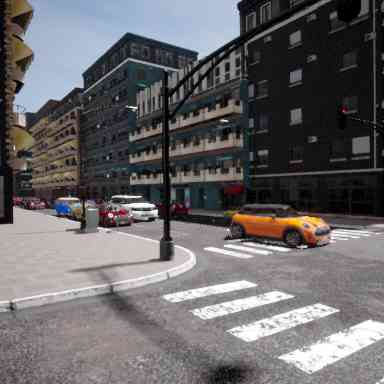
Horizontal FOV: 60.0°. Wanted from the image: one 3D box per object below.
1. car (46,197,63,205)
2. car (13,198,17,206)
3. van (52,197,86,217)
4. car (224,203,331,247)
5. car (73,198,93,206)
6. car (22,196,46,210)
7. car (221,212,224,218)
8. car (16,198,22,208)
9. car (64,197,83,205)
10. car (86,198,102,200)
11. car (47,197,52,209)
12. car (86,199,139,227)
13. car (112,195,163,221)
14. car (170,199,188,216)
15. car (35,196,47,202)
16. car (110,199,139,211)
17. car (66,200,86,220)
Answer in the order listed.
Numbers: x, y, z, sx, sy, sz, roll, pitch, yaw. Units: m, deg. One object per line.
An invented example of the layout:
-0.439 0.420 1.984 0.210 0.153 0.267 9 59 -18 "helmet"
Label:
-25.228 1.642 61.087 1.837 1.490 4.892 -1 -1 -36 "car"
-31.552 1.782 59.980 1.887 1.381 4.507 -1 1 -36 "car"
-12.246 1.483 32.963 1.690 1.788 3.998 -1 1 -36 "van"
3.996 1.387 15.472 2.097 1.767 4.553 -1 0 -41 "car"
-18.298 1.644 55.847 1.947 1.339 4.313 -1 1 -36 "car"
-21.899 1.628 46.472 1.967 1.590 4.097 -1 1 -36 "car"
4.129 1.498 24.468 1.752 1.417 4.829 -1 1 -36 "car"
-25.115 1.770 50.975 1.947 1.339 4.313 -1 1 -36 "car"
-21.516 1.645 60.350 2.008 1.369 4.403 -1 1 -36 "car"
-11.531 1.657 36.432 2.033 1.411 5.357 -1 0 -35 "car"
-18.034 1.687 45.625 2.033 1.411 5.357 -1 0 -35 "car"
-5.809 1.553 23.960 1.967 1.590 4.097 -1 1 -36 "car"
-4.953 1.303 27.211 2.150 2.045 5.566 -1 0 -36 "car"
-2.209 1.441 33.333 1.967 1.590 4.097 -1 1 -36 "car"
-37.606 1.728 82.862 1.887 1.381 4.507 -1 1 -36 "car"
-8.644 1.581 42.339 2.008 1.369 4.403 -1 1 -36 "car"
-8.927 1.652 28.324 1.752 1.417 4.829 -1 1 -36 "car"
